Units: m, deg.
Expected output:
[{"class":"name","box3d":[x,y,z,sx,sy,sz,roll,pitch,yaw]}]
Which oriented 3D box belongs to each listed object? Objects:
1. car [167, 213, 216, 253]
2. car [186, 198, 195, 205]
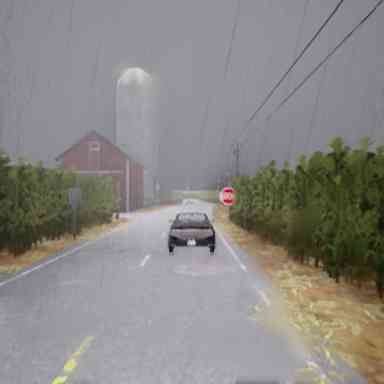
[{"class":"car","box3d":[-0.007,1.626,14.295,2.128,1.511,4.902,0,0,0]},{"class":"car","box3d":[-0.343,2.264,79.717,1.812,1.442,4.674,0,-1,3]}]
